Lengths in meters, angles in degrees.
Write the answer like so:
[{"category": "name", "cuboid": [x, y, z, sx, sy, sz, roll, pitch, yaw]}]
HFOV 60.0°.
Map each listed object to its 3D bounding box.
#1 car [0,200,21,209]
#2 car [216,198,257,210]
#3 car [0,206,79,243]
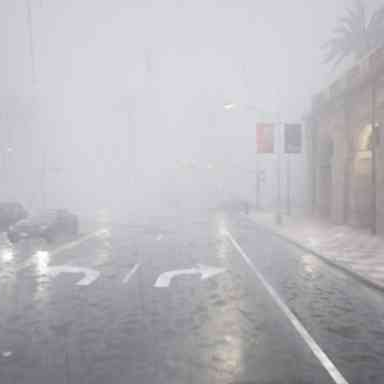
[{"category": "car", "cuboid": [-10.418, 1.318, 17.305, 2.097, 1.767, 4.553, 0, 0, 1]}, {"category": "car", "cuboid": [5.890, 1.529, 43.384, 5.357, 1.411, 2.033, 0, 0, -20]}, {"category": "car", "cuboid": [-6.932, 1.500, 16.097, 1.812, 1.442, 4.674, 0, 0, 1]}]
